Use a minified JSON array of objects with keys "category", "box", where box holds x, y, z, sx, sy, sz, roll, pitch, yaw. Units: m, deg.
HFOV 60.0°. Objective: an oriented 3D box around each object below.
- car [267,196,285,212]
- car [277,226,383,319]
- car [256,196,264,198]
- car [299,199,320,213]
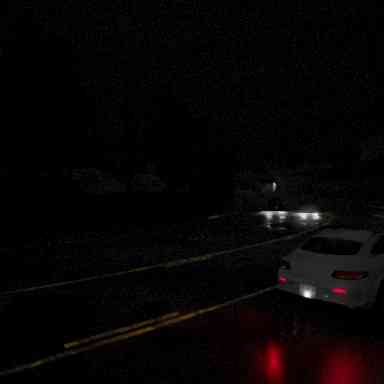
[{"category":"car","box":[10.153,1.573,40.576,1.812,1.442,4.674,-1,-1,11]},{"category":"car","box":[3.658,1.477,7.274,4.674,1.442,1.812,-1,0,-43]},{"category":"car","box":[16.463,1.292,80.636,2.128,1.511,4.902,-1,0,9]},{"category":"car","box":[12.705,1.514,36.211,1.994,1.385,4.181,-1,0,14]}]
